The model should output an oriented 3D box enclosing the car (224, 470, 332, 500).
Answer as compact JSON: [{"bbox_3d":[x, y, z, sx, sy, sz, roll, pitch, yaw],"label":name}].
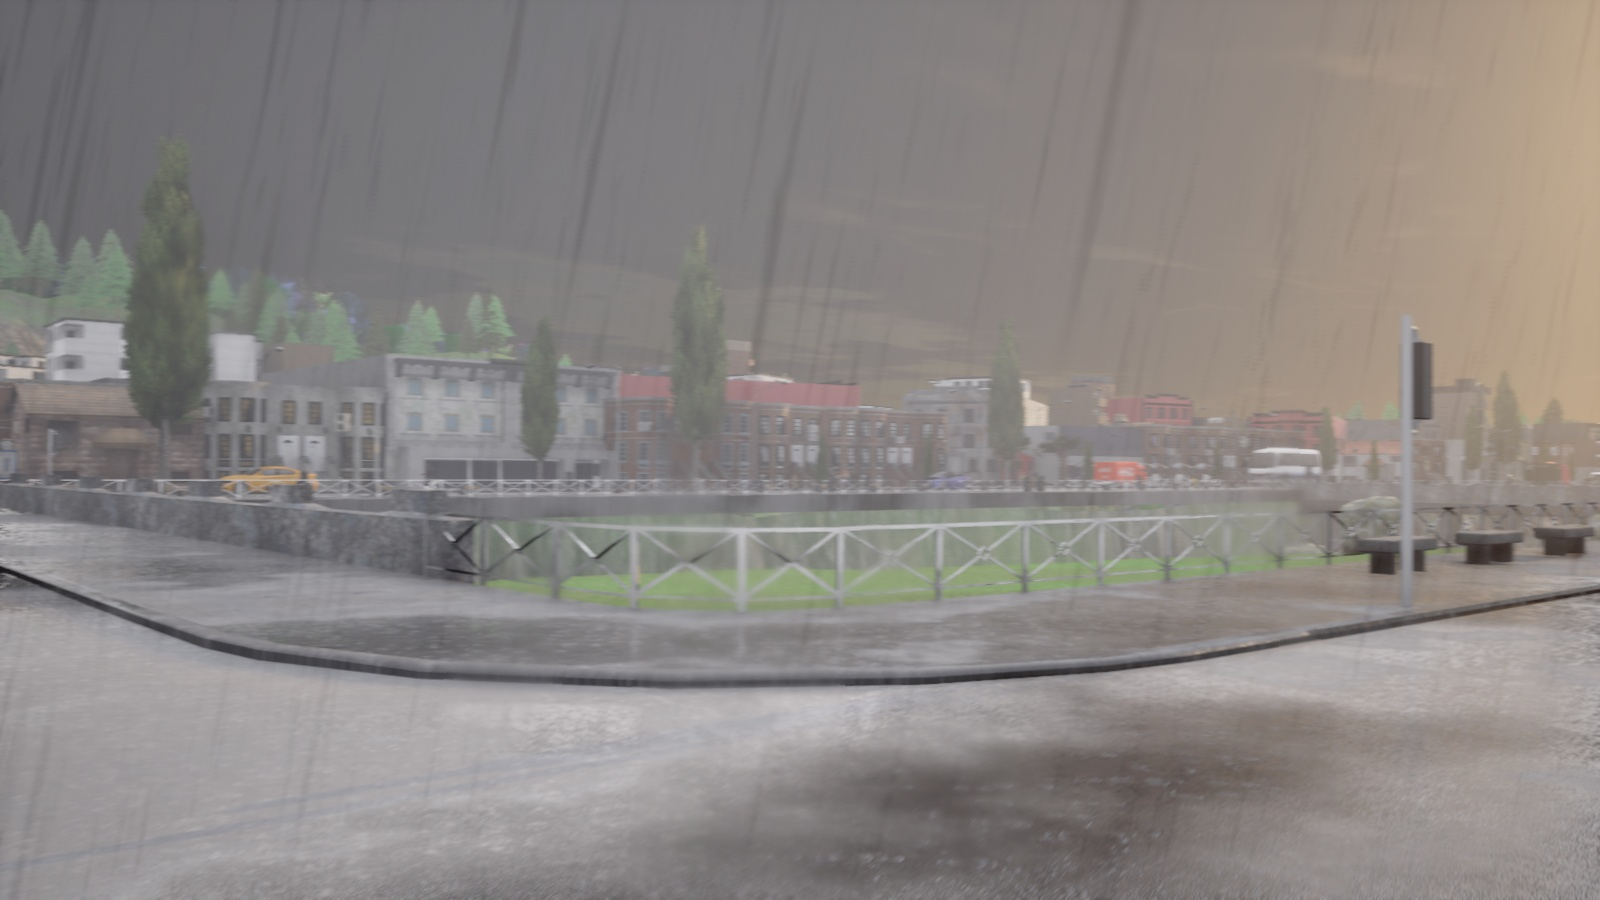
[{"bbox_3d":[-27.951,1.847,67.357,5.008,1.535,1.882,1,-1,-40],"label":"car"}]
